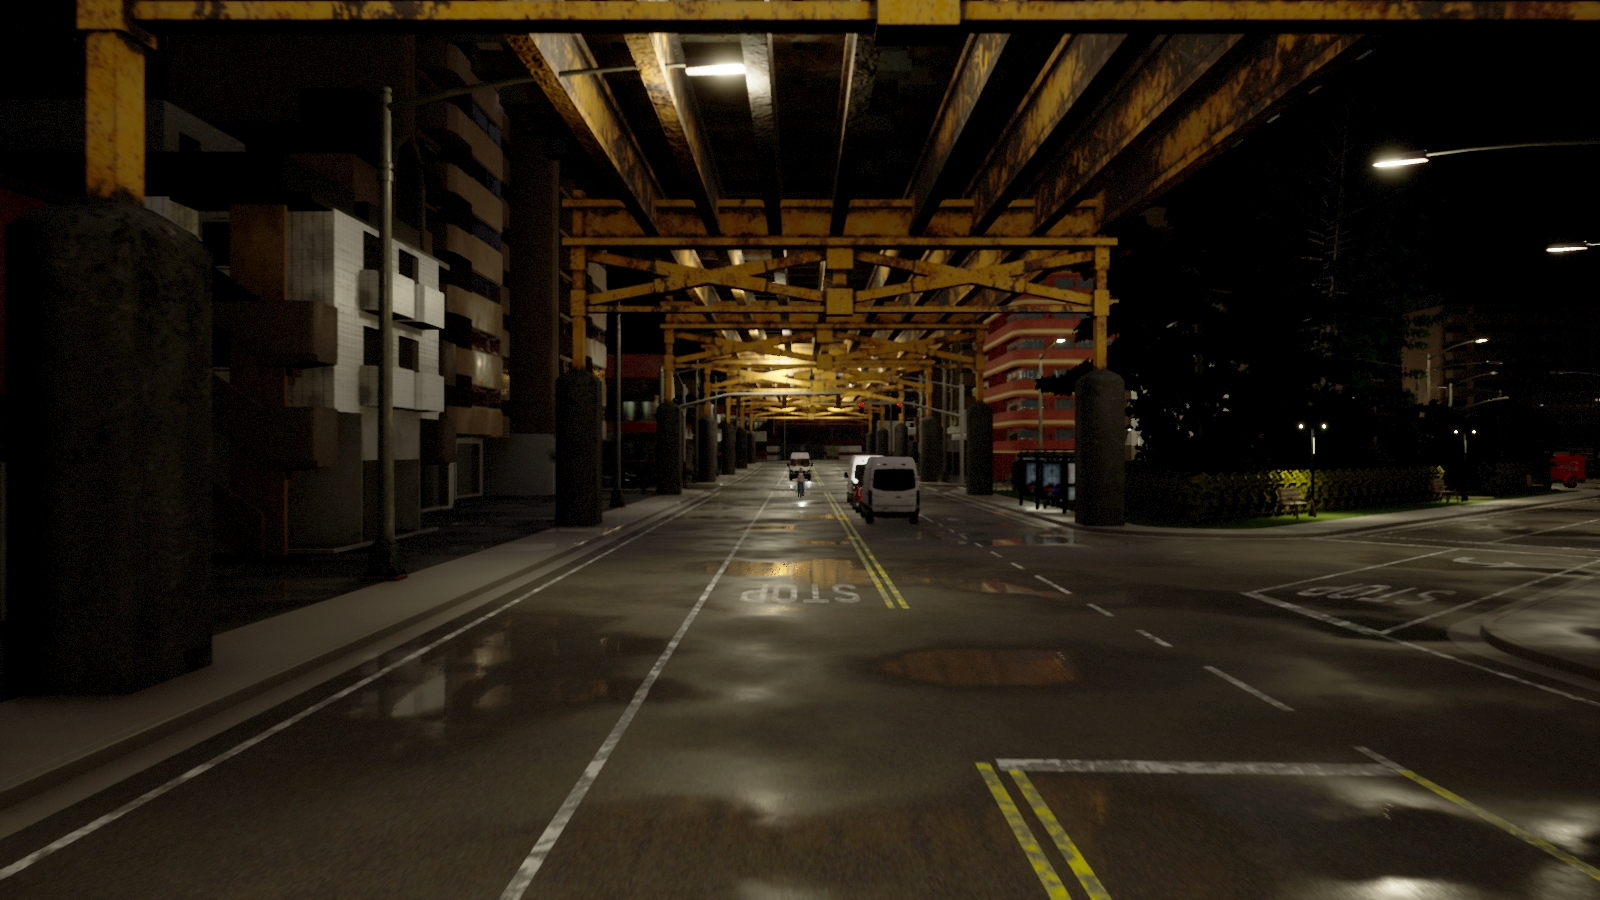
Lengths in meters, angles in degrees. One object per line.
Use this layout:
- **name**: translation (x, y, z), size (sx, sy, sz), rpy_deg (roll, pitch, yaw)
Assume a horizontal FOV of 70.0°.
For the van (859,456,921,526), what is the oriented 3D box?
- **van**: translation (3.494, 1.540, 45.398), size (1.988, 2.561, 5.915), rpy_deg (0, 0, 0)
